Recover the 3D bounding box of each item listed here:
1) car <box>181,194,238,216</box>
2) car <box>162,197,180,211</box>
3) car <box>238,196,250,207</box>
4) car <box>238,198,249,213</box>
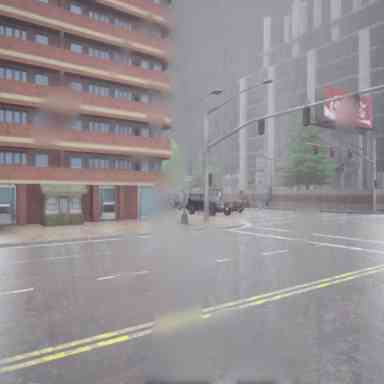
[{"bbox_3d":[1.629,1.222,32.816,2.150,2.045,5.566,0,0,-35],"label":"car"},{"bbox_3d":[-3.900,1.352,40.724,2.097,1.767,4.553,0,0,-35],"label":"car"},{"bbox_3d":[5.751,1.352,45.595,2.097,1.767,4.553,0,0,-35],"label":"car"},{"bbox_3d":[3.553,1.601,36.174,1.895,1.301,4.718,0,0,-35],"label":"car"}]
